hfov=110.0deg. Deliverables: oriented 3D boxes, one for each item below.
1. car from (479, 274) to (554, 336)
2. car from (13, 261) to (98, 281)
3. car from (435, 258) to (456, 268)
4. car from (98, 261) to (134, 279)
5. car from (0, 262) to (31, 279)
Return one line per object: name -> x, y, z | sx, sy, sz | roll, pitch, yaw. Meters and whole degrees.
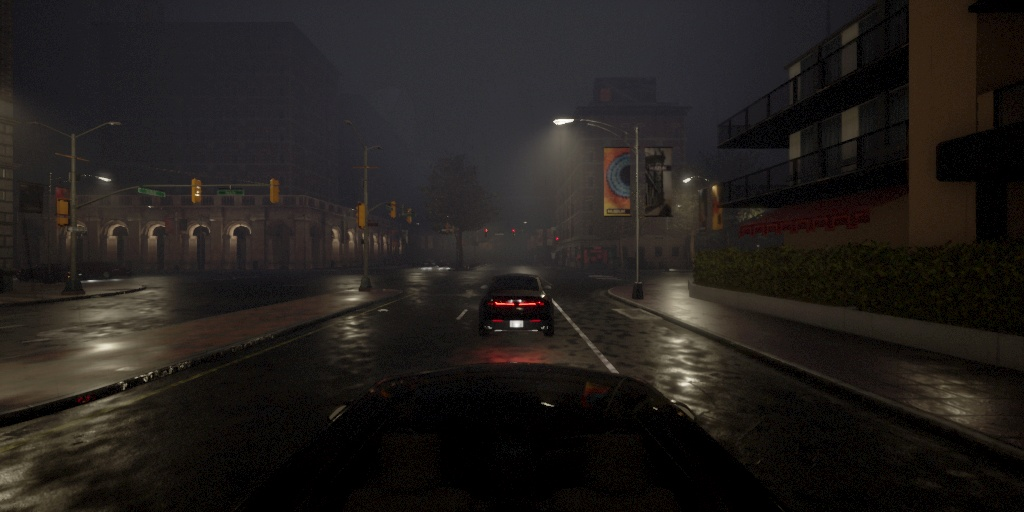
car -> 0.117, 1.255, 10.360 | 1.837, 1.490, 4.892 | 0, 0, 0
car -> -36.857, 1.314, 28.945 | 4.181, 1.385, 1.994 | 0, 0, 0
car -> -11.284, 1.314, 60.979 | 1.994, 1.385, 4.181 | 0, 0, 1
car -> -37.257, 1.228, 32.445 | 5.008, 1.535, 1.882 | 0, 0, 0
car -> -47.094, 1.276, 32.479 | 4.674, 1.442, 1.812 | 0, 0, 1
